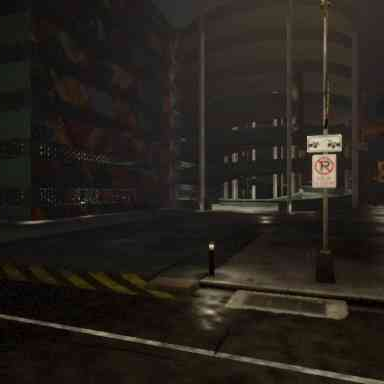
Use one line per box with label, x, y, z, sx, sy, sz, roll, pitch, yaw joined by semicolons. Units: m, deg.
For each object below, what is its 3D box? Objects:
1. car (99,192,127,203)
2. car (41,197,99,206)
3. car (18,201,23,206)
car;-14.639;1.028;61.114;5.566;2.045;2.435;0;0;20
car;-11.903;1.320;32.363;4.674;1.452;2.002;0;0;20
car;-20.326;1.463;43.492;4.718;1.301;1.895;0;0;20
